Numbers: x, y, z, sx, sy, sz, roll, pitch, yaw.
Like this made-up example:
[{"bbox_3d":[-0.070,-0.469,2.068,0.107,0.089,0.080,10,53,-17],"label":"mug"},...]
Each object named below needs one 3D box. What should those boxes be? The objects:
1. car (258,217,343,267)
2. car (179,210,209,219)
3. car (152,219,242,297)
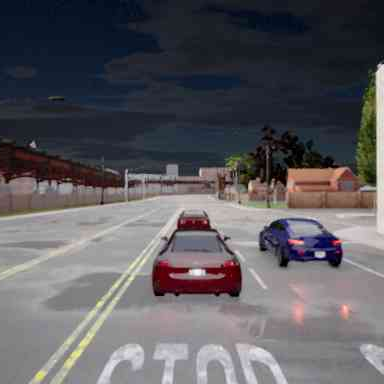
[{"bbox_3d":[3.608,1.618,11.688,1.812,1.442,4.674,0,0,0],"label":"car"},{"bbox_3d":[0.148,1.764,20.805,1.895,1.301,4.718,0,0,1],"label":"car"},{"bbox_3d":[0.105,1.632,8.768,1.994,1.385,4.181,0,-1,0],"label":"car"}]
